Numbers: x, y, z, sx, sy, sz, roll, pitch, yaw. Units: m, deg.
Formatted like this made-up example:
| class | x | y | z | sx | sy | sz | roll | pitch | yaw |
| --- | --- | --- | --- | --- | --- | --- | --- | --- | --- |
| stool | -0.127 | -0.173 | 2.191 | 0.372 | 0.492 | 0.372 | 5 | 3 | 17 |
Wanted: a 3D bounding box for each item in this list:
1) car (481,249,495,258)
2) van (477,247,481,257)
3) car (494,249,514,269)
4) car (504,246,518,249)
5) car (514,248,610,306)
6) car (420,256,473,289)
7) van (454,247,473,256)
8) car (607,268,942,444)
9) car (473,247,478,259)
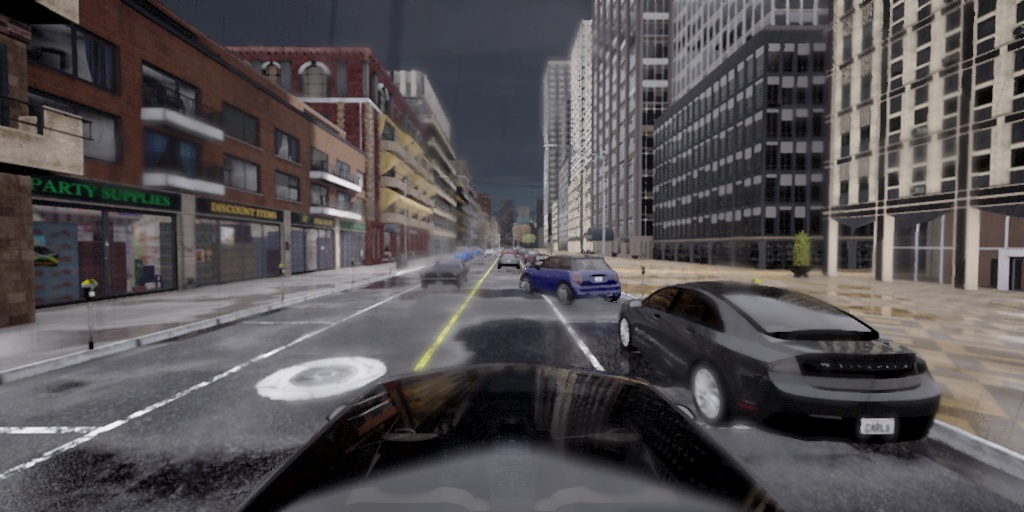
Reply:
| class | x | y | z | sx | sy | sz | roll | pitch | yaw |
| --- | --- | --- | --- | --- | --- | --- | --- | --- | --- |
| car | -3.744 | -0.514 | 61.138 | 1.812 | 1.442 | 4.674 | 0 | 2 | -1 |
| van | -6.441 | -0.719 | 61.734 | 1.690 | 1.789 | 3.998 | 0 | 0 | -1 |
| car | -0.305 | 0.368 | 32.751 | 1.994 | 1.385 | 4.181 | 0 | 2 | -1 |
| car | -0.527 | -0.403 | 51.394 | 2.097 | 1.767 | 4.553 | 0 | 2 | -1 |
| car | 2.039 | 0.728 | 13.819 | 2.097 | 1.767 | 4.553 | -1 | 2 | -23 |
| car | -3.307 | 0.841 | 18.329 | 1.895 | 1.301 | 4.718 | 0 | 2 | -1 |
| van | -6.233 | -0.226 | 45.175 | 1.690 | 1.789 | 3.998 | 0 | 0 | -1 |
| car | 3.101 | 1.136 | 5.487 | 1.837 | 1.490 | 4.892 | 0 | 2 | -1 |
| car | -6.302 | -0.186 | 50.695 | 1.888 | 1.381 | 4.507 | 0 | 0 | -1 |
